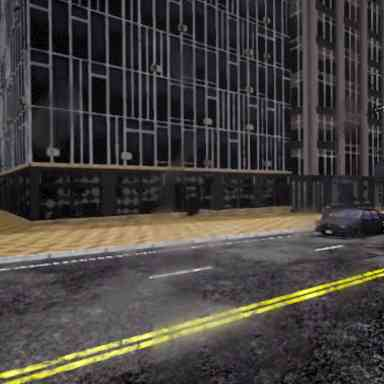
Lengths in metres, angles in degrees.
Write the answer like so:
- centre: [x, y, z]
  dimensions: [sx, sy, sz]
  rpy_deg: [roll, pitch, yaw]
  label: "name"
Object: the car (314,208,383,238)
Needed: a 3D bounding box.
- centre: [8.927, 1.591, 18.038]
  dimensions: [5.357, 1.411, 2.033]
  rpy_deg: [0, 0, -36]
  label: "car"
